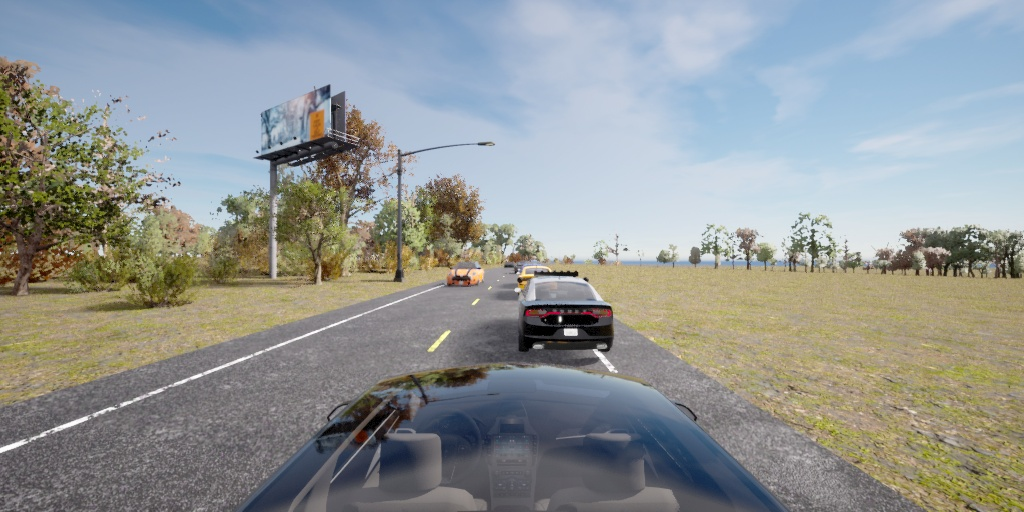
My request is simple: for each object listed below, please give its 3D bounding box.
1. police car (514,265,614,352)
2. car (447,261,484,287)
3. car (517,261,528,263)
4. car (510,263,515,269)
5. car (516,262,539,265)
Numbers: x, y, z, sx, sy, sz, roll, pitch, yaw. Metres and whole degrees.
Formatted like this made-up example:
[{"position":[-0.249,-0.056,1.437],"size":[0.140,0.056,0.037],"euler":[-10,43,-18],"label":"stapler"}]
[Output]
[{"position":[1.093,1.184,9.079],"size":[1.930,1.638,5.238],"euler":[0,0,1],"label":"police car"},{"position":[-3.192,1.172,25.300],"size":[2.097,1.767,4.553],"euler":[0,0,2],"label":"car"},{"position":[1.425,1.295,24.912],"size":[1.882,1.535,5.008],"euler":[0,0,2],"label":"car"},{"position":[1.333,1.466,45.955],"size":[2.128,1.511,4.902],"euler":[0,0,4],"label":"car"},{"position":[1.263,1.267,18.934],"size":[1.882,1.535,5.008],"euler":[0,0,1],"label":"car"}]
